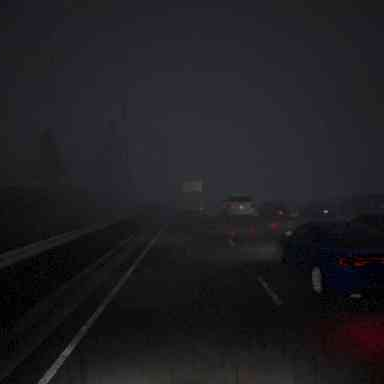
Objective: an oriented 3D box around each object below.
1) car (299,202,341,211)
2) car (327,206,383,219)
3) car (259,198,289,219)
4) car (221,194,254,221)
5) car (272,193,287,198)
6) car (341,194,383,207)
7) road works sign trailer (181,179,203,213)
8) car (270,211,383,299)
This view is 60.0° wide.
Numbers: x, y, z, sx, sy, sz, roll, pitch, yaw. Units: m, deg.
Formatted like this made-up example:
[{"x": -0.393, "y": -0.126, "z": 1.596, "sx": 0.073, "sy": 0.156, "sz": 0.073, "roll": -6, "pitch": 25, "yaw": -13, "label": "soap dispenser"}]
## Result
[{"x": 10.604, "y": 1.527, "z": 28.349, "sx": 1.994, "sy": 1.385, "sz": 4.181, "roll": 0, "pitch": 0, "yaw": 0, "label": "car"}, {"x": 7.101, "y": 1.489, "z": 12.459, "sx": 1.837, "sy": 1.490, "sz": 4.892, "roll": 0, "pitch": 0, "yaw": 0, "label": "car"}, {"x": 7.104, "y": 1.488, "z": 28.943, "sx": 1.812, "sy": 1.442, "sz": 4.674, "roll": 0, "pitch": 0, "yaw": 0, "label": "car"}, {"x": 3.604, "y": 1.186, "z": 26.974, "sx": 2.150, "sy": 2.045, "sz": 5.566, "roll": 0, "pitch": 0, "yaw": 0, "label": "car"}, {"x": 22.933, "y": 1.099, "z": 86.734, "sx": 3.866, "sy": 1.878, "sz": 1.905, "roll": 0, "pitch": 0, "yaw": 0, "label": "car"}, {"x": 14.104, "y": 1.186, "z": 27.015, "sx": 2.150, "sy": 2.045, "sz": 5.566, "roll": 0, "pitch": 0, "yaw": 0, "label": "car"}, {"x": 0.005, "y": 0.417, "z": 35.627, "sx": 2.380, "sy": 3.560, "sz": 2.880, "roll": 0, "pitch": 0, "yaw": 0, "label": "road works sign trailer"}, {"x": 3.599, "y": 1.466, "z": 8.489, "sx": 1.882, "sy": 1.535, "sz": 5.008, "roll": 0, "pitch": 0, "yaw": 0, "label": "car"}]
